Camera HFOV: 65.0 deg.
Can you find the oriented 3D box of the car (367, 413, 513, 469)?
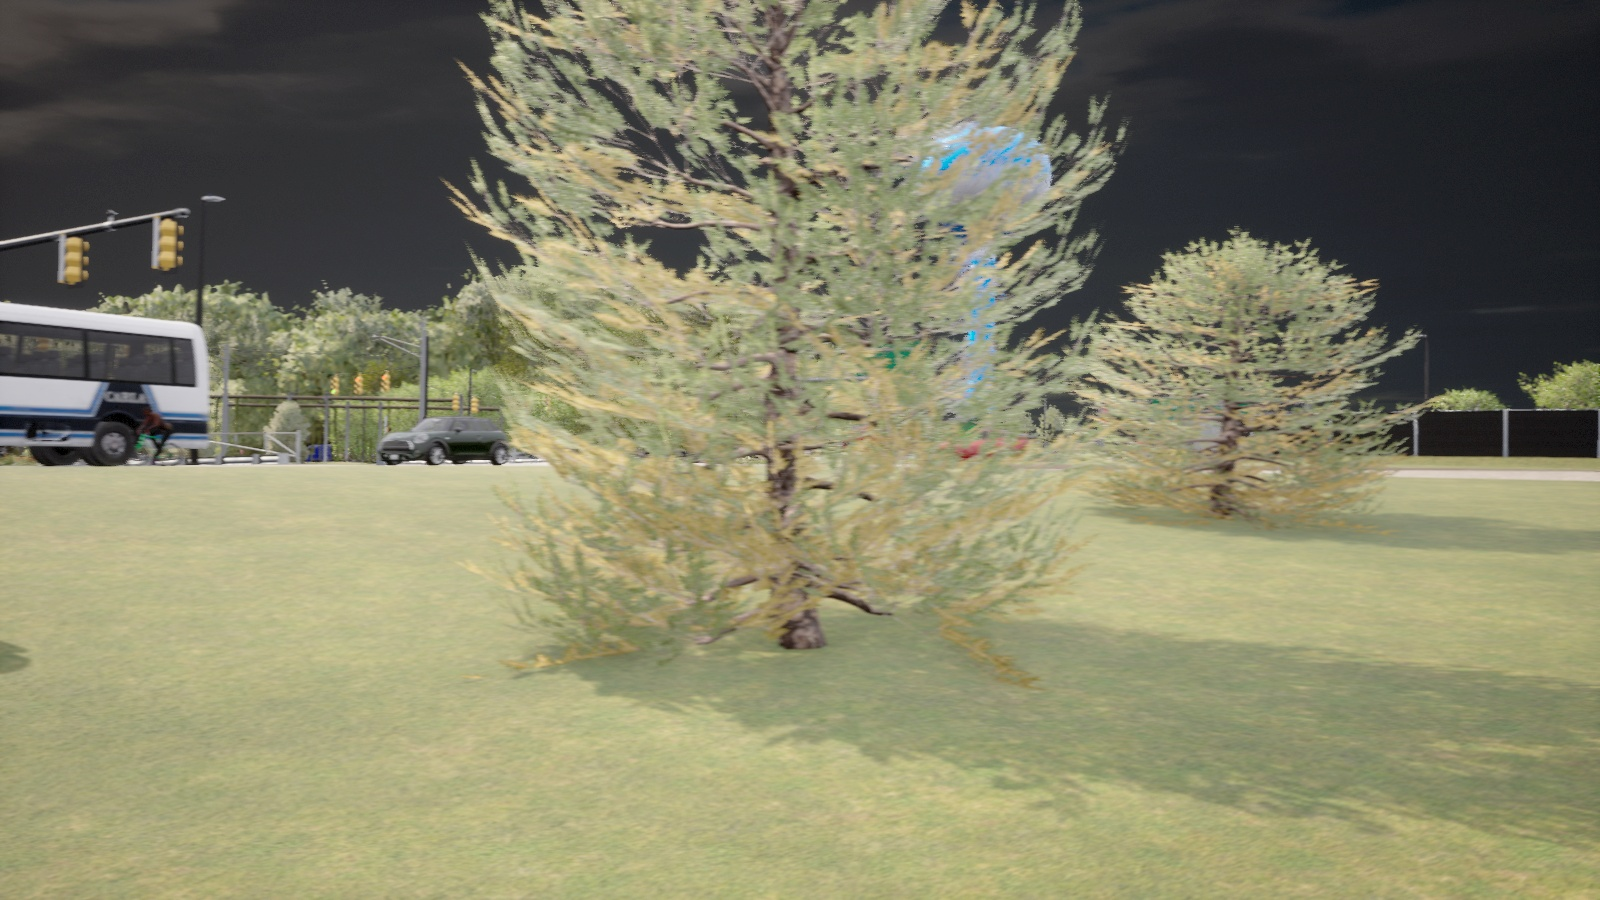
[{"bbox_3d":[-11.944,-0.290,41.935,2.097,1.767,4.553,0,0,28],"label":"car"}]

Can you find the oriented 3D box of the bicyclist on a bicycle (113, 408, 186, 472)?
[{"bbox_3d":[-16.918,-0.244,32.690,0.582,1.620,1.656,0,0,28],"label":"bicyclist on a bicycle"}]

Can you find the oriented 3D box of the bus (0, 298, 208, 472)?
[{"bbox_3d":[-21.099,-1.590,32.305,3.944,4.253,10.273,0,0,28],"label":"bus"}]
